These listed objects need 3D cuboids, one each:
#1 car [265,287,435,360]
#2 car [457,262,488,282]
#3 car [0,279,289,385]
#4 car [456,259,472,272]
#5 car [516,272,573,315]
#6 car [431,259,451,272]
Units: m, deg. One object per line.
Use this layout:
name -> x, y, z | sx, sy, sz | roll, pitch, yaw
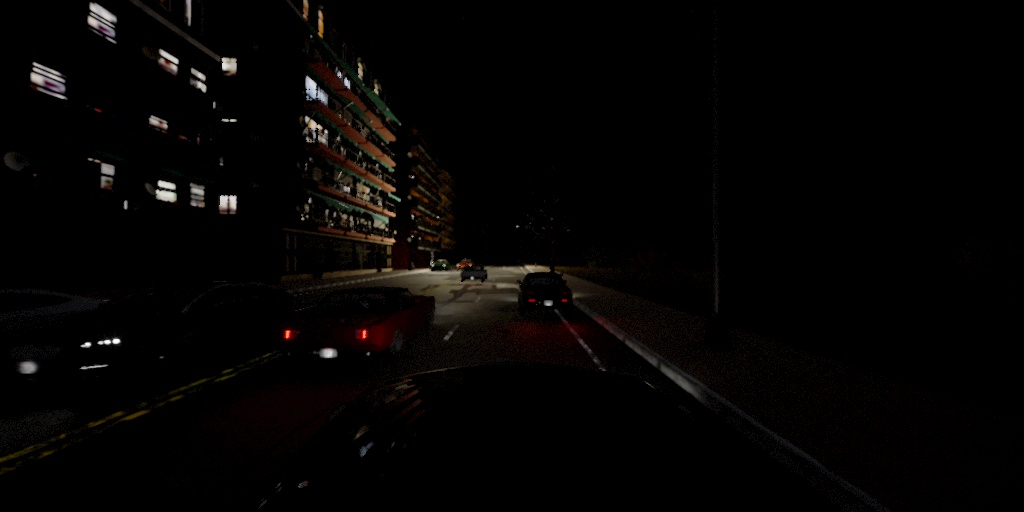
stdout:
car -> -3.140, 1.376, 8.366 | 1.895, 1.301, 4.718 | 0, 0, 0
car -> -3.109, 1.454, 30.339 | 1.895, 1.301, 4.718 | 0, 0, 0
car -> -6.592, 1.265, 7.337 | 2.128, 1.511, 4.902 | 0, 0, 0
car -> -6.518, 1.276, 50.302 | 2.097, 1.767, 4.553 | 0, 0, 0
car -> 1.156, 1.318, 13.628 | 1.812, 1.442, 4.674 | 0, 0, 0
car -> -9.770, 1.275, 49.500 | 2.097, 1.767, 4.553 | 0, 0, 0
